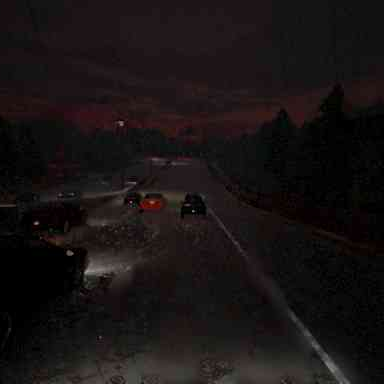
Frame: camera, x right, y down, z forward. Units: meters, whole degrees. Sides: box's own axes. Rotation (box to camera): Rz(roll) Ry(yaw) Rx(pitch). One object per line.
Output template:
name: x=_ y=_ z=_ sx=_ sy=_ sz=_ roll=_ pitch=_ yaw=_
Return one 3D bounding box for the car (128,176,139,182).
car: x=-13.933 y=-3.093 z=78.955 sx=1.994 sy=1.385 sz=4.181 roll=0 pitch=8 yaw=0

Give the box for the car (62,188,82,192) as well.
car: x=-17.553 y=0.236 z=48.310 sx=2.097 sy=1.767 sz=4.553 roll=0 pitch=4 yaw=0

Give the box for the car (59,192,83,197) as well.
car: x=-14.069 y=0.985 z=37.949 sx=1.895 sy=1.301 sz=4.718 roll=0 pitch=2 yaw=0

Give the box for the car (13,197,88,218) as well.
car: x=-6.899 y=1.209 z=17.237 sx=1.882 sy=1.535 sz=5.008 roll=0 pitch=1 yaw=0

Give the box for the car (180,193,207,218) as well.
car: x=0.102 y=1.091 z=25.565 sx=2.128 sy=1.511 sz=4.902 roll=0 pitch=1 yaw=0

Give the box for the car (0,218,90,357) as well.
car: x=-3.400 y=1.460 z=5.683 sx=2.033 sy=1.411 sz=5.357 roll=0 pitch=1 yaw=0

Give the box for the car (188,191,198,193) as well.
car: x=0.103 y=0.574 z=47.006 sx=1.895 sy=1.301 sz=4.718 roll=0 pitch=4 yaw=0

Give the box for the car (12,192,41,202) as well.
car: x=-21.062 y=0.736 z=42.616 sx=1.812 sy=1.442 sz=4.674 roll=0 pitch=3 yaw=0

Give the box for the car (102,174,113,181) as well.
car: x=-20.912 y=-3.623 z=82.698 sx=2.128 sy=1.511 sz=4.902 roll=0 pitch=8 yaw=0

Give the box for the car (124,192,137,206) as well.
car: x=-6.897 y=0.828 z=39.978 sx=1.837 sy=1.490 sz=4.892 roll=0 pitch=1 yaw=0

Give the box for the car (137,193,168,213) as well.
car: x=-3.397 y=0.880 z=30.299 sx=2.097 sy=1.767 sz=4.553 roll=0 pitch=1 yaw=0
